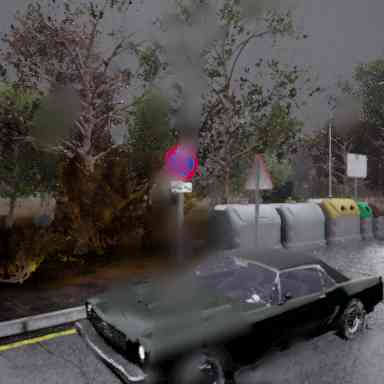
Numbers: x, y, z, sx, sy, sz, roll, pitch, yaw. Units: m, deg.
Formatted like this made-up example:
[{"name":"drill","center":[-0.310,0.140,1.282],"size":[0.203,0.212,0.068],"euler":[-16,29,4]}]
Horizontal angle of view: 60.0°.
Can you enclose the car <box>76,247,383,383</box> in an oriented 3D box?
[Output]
[{"name":"car","center":[0.838,1.608,4.982],"size":[4.718,1.301,1.895],"euler":[0,0,-36]}]
